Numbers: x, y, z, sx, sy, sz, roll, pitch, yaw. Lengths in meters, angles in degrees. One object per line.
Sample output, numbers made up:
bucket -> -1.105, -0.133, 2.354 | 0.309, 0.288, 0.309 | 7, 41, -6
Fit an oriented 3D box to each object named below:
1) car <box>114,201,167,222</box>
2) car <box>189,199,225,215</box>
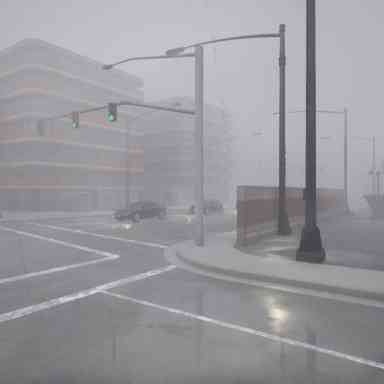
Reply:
car -> -3.966, 1.505, 26.333 | 1.837, 1.490, 4.892 | 0, 0, 35
car -> 1.626, 1.505, 34.455 | 1.837, 1.490, 4.892 | 0, 0, 35
